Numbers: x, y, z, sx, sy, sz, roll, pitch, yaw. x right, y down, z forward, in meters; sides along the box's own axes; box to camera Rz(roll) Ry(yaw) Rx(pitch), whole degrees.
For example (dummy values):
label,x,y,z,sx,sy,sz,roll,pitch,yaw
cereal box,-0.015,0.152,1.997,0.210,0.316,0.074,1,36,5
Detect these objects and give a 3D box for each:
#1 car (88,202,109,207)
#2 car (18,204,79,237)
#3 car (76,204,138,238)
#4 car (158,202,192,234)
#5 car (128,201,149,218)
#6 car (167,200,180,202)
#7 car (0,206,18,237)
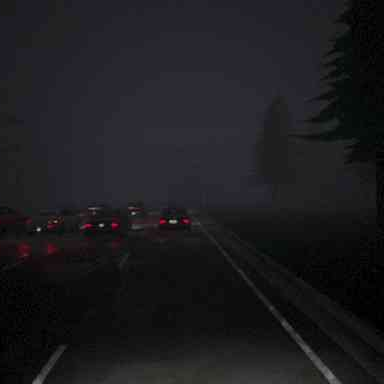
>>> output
label,x,y,z,sx,sy,sz,roll,pitch,yaw
car,-8.784,1.671,31.944,2.128,1.511,4.902,-1,0,-4
car,-8.022,1.696,19.481,1.812,1.442,4.674,-1,0,-3
car,-4.457,1.637,18.348,2.033,1.411,5.357,-1,0,-3
car,-1.006,1.557,19.385,2.033,1.411,5.357,-1,0,-3
car,-5.253,1.604,31.557,1.837,1.490,4.892,-1,0,-4
car,-1.808,1.545,32.504,1.812,1.442,4.674,-1,0,-4
car,-11.534,1.603,19.642,2.097,1.767,4.553,-1,0,-3
